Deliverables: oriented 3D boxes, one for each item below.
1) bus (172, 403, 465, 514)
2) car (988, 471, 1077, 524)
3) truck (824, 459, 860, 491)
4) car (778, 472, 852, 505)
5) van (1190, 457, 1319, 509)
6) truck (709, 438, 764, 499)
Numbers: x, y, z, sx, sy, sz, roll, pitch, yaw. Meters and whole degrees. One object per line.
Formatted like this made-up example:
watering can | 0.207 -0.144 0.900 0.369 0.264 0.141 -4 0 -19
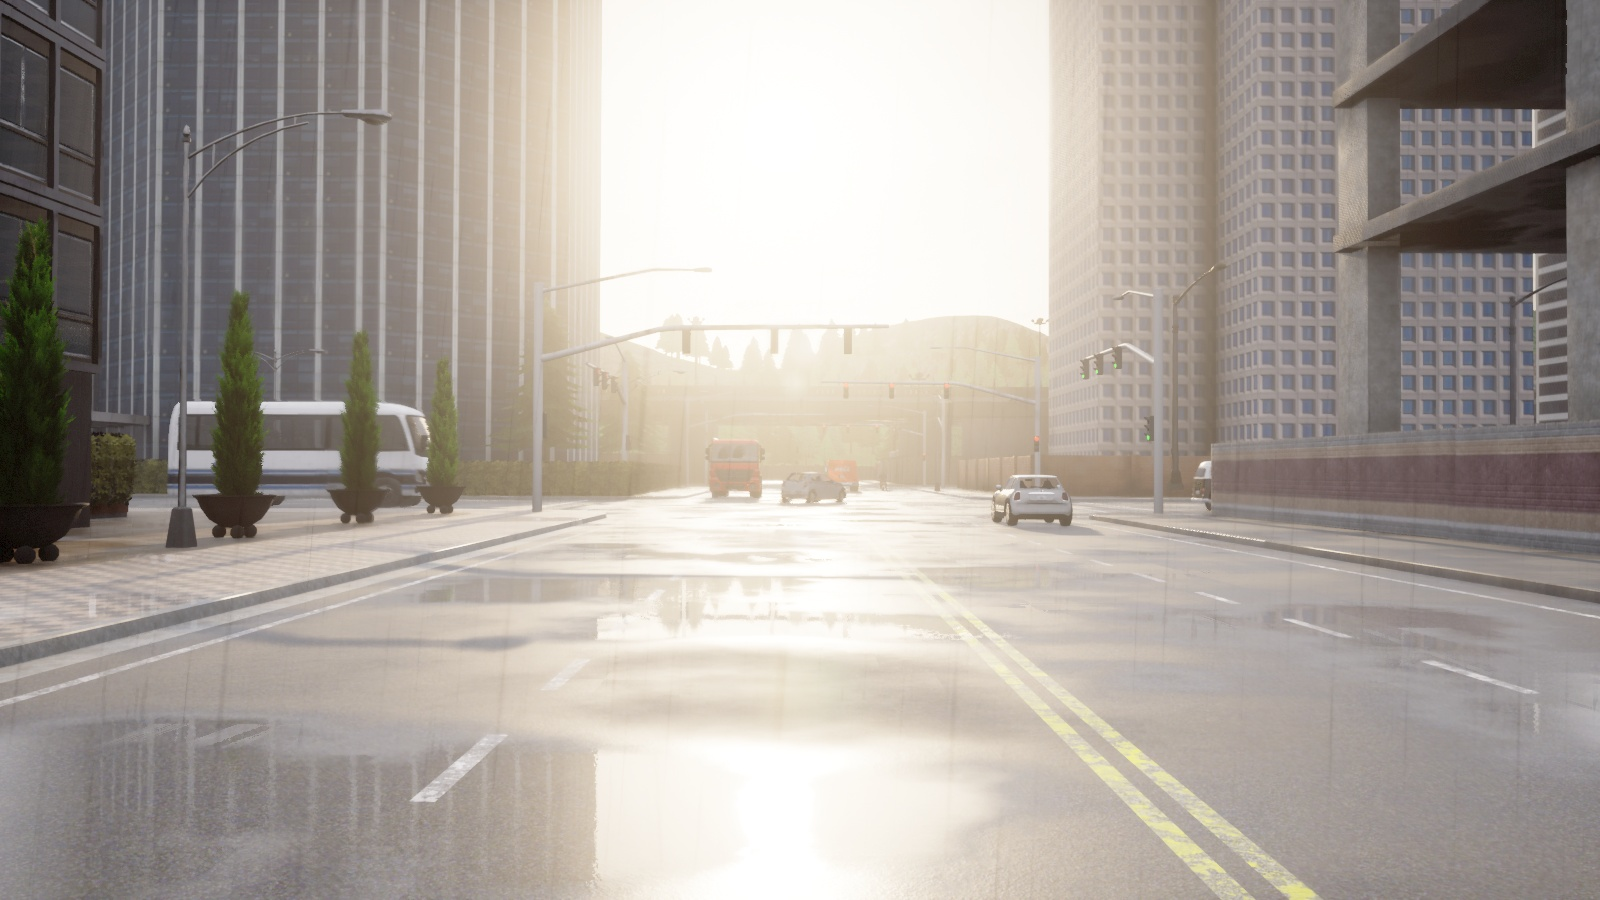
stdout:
bus | -19.089 0.359 50.418 10.273 4.253 3.944 0 -1 -1
car | 6.904 1.383 37.640 1.970 1.475 3.806 0 -1 0
truck | 3.248 1.956 97.989 2.627 2.467 5.204 0 -1 0
car | 0.769 1.846 60.913 1.845 1.501 3.633 -1 -1 36
van | 18.374 1.318 50.938 4.480 2.038 2.069 0 -1 0
truck | -3.695 1.100 74.778 2.891 3.462 7.936 0 -1 0
